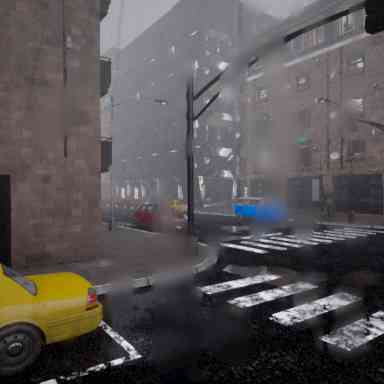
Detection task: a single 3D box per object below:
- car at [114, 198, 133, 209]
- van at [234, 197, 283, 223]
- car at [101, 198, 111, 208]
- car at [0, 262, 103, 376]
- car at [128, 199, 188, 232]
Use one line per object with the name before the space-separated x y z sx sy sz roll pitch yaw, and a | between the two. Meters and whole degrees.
car | -8.415 1.463 43.234 1.887 1.381 4.507 -1 0 -36
van | 4.898 1.280 24.914 1.690 1.788 3.998 0 0 -36
car | -11.743 1.463 47.814 1.887 1.381 4.507 -1 0 -36
car | -3.591 1.525 4.003 4.829 1.417 1.752 0 0 -36
car | -1.892 1.441 20.003 1.967 1.590 4.097 0 0 -36
